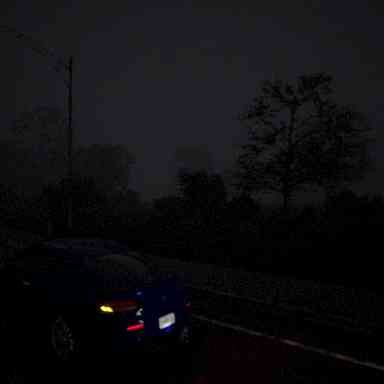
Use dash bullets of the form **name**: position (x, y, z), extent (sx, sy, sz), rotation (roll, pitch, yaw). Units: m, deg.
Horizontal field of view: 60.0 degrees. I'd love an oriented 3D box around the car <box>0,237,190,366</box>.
- **car**: position (-2.156, 1.534, 5.797), extent (4.674, 1.442, 1.812), rotation (0, 0, 37)
